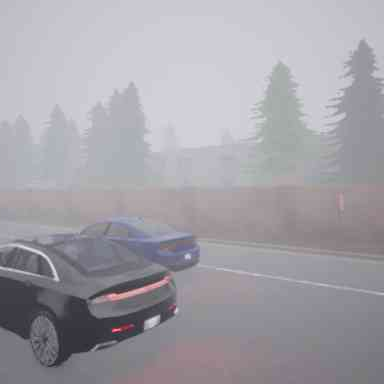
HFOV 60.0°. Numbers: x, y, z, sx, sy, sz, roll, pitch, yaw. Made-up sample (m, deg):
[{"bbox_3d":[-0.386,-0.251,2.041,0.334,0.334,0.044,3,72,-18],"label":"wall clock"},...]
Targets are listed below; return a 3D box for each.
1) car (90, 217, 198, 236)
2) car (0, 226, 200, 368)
[{"bbox_3d":[-2.120,1.484,9.801,5.008,1.535,1.882,0,0,35],"label":"car"},{"bbox_3d":[-2.497,1.496,5.773,4.902,1.511,2.128,0,0,35],"label":"car"}]
